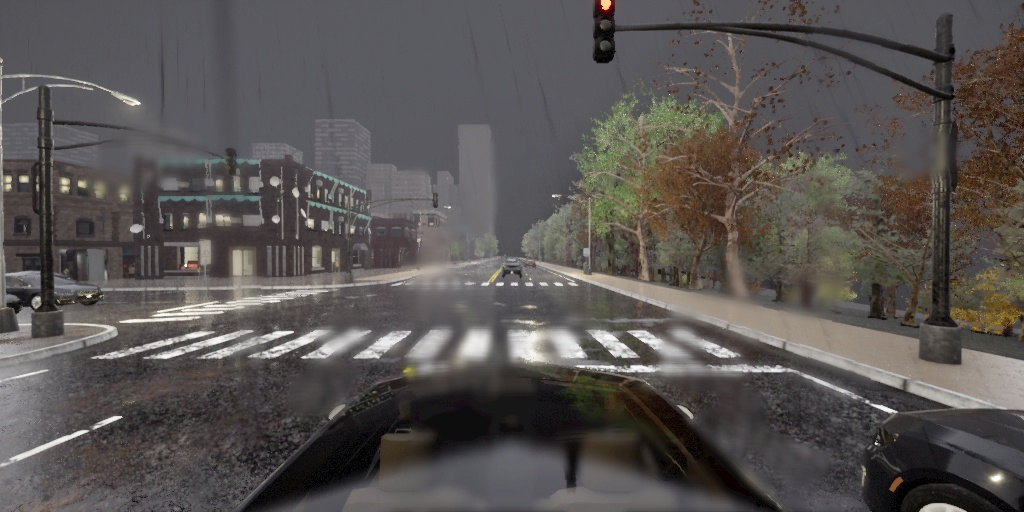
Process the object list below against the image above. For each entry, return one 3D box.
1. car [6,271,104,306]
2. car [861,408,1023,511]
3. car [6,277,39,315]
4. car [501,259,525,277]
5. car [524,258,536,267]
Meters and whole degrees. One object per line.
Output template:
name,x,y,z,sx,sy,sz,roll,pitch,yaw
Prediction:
car,-20.314,1.479,15.147,4.892,1.490,1.837,-1,1,0
car,3.353,1.255,0.450,1.837,1.490,4.892,0,0,0
car,-19.972,1.564,12.443,4.313,1.339,1.948,0,0,0
car,0.009,1.242,35.667,1.837,1.490,4.892,0,1,0
car,3.207,1.246,63.382,1.812,1.442,4.674,0,0,0
